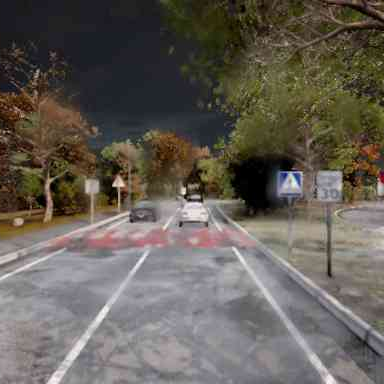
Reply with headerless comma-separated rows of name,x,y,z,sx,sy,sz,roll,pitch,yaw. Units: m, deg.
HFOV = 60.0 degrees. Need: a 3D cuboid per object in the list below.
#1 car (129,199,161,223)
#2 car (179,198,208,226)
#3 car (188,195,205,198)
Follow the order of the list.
car,-3.305,1.339,24.182,1.837,1.490,4.892,0,1,0
car,0.115,1.389,22.063,1.812,1.442,4.674,0,1,0
car,0.516,1.063,40.082,1.882,1.535,5.008,0,0,3
